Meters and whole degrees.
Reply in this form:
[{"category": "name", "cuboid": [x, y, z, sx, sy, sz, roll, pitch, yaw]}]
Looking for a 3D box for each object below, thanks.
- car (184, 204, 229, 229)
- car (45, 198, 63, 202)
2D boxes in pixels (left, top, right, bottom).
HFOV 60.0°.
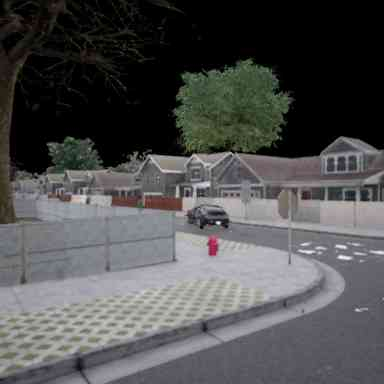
[{"category": "car", "cuboid": [0.910, 1.592, 22.019, 1.837, 1.490, 4.892, 1, -1, -15]}, {"category": "car", "cuboid": [-19.306, 1.549, 46.474, 1.882, 1.535, 5.008, 0, 0, -36]}]
